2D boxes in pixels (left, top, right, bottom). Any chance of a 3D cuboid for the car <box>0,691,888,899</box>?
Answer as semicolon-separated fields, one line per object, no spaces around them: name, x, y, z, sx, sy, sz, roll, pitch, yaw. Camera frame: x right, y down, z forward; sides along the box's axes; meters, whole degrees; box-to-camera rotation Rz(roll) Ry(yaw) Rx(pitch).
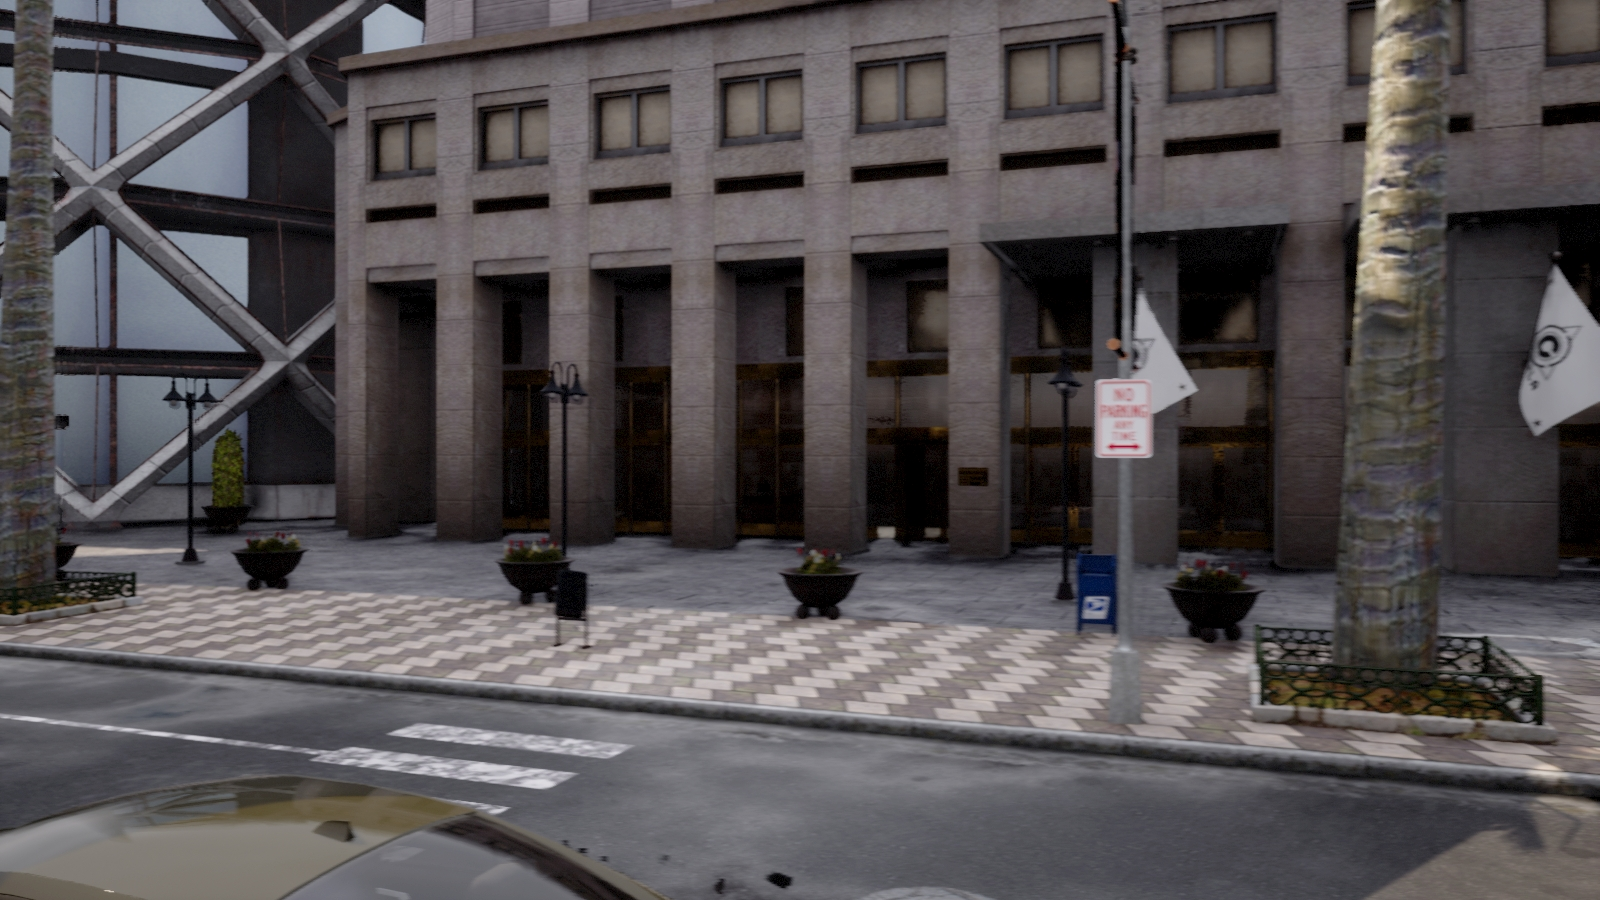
car;-2.378;2.033;4.214;5.006;1.535;2.097;0;0;20
